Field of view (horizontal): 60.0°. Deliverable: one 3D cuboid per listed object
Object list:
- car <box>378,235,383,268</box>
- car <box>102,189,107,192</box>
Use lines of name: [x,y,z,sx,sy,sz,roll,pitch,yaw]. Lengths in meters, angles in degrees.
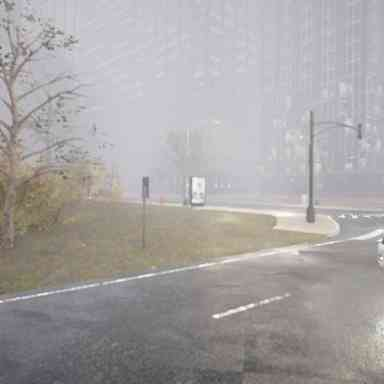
car: [7.089,1.098,8.624,5.566,2.045,2.150,-1,1,-36]
car: [-14.470,0.218,55.745,1.837,1.490,4.892,2,0,-42]
